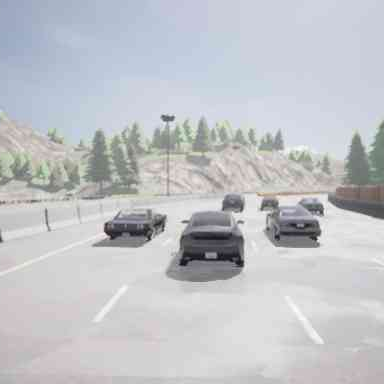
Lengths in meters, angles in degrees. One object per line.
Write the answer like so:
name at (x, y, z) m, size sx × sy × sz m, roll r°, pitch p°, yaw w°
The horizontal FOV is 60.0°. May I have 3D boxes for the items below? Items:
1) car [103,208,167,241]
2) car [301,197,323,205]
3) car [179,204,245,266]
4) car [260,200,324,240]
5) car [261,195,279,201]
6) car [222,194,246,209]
car at (-2.414, 1.398, 15.536) m, size 1.895 × 1.301 × 4.718 m, roll 0°, pitch 1°, yaw 6°
car at (10.532, 1.190, 29.758) m, size 2.033 × 1.411 × 5.357 m, roll 0°, pitch 1°, yaw 13°
car at (0.683, 1.365, 11.022) m, size 1.837 × 1.490 × 4.892 m, roll 0°, pitch 1°, yaw 4°
car at (4.632, 1.355, 15.794) m, size 2.033 × 1.411 × 5.357 m, roll 0°, pitch 1°, yaw 7°
car at (8.418, 1.088, 35.794) m, size 1.812 × 1.442 × 4.674 m, roll 0°, pitch 1°, yaw 14°
car at (4.274, 0.935, 33.540) m, size 2.097 × 1.767 × 4.553 m, roll 0°, pitch 1°, yaw 13°
